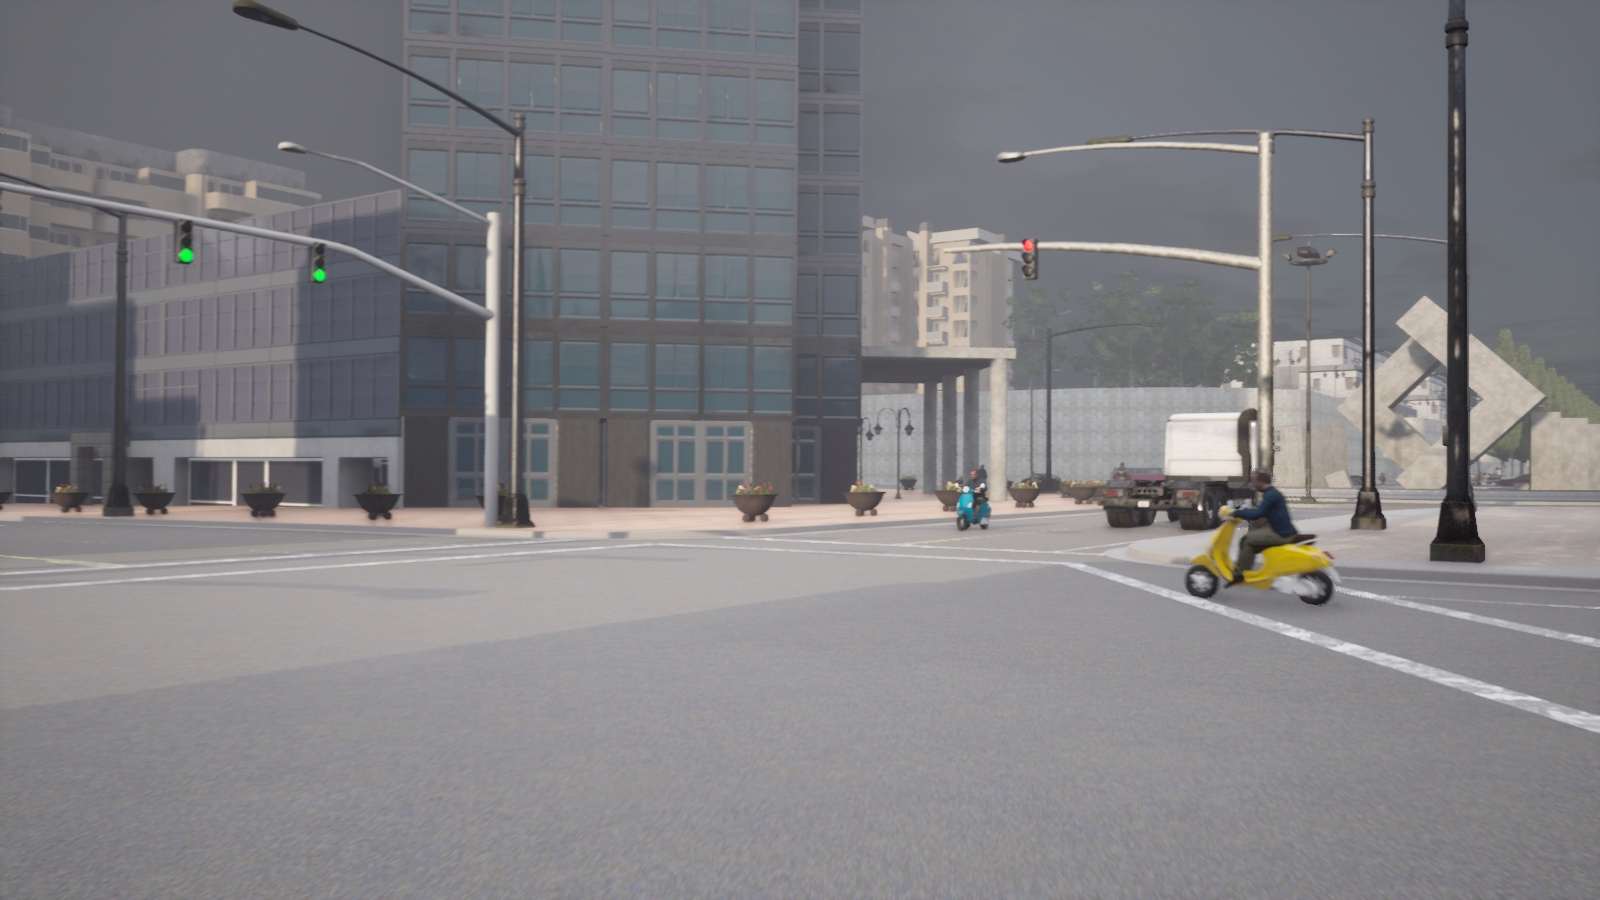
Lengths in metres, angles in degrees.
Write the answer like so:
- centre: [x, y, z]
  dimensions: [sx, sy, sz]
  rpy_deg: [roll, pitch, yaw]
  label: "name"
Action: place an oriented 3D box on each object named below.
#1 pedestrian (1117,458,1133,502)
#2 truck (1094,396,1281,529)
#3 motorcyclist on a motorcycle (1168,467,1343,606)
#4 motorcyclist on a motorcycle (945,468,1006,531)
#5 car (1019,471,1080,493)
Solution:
- centre: [13.966, 1.276, 53.967]
  dimensions: [0.563, 1.883, 0.849]
  rpy_deg: [0, -1, 21]
  label: "pedestrian"
- centre: [11.548, 0.383, 36.846]
  dimensions: [2.891, 3.462, 7.936]
  rpy_deg: [-1, -1, 35]
  label: "truck"
- centre: [5.504, 1.000, 15.205]
  dimensions: [1.817, 1.590, 0.866]
  rpy_deg: [-1, -1, 34]
  label: "motorcyclist on a motorcycle"
- centre: [4.624, 1.271, 32.983]
  dimensions: [0.866, 1.590, 1.817]
  rpy_deg: [-1, -1, 35]
  label: "motorcyclist on a motorcycle"
- centre: [16.741, 2.140, 84.341]
  dimensions: [1.994, 1.385, 4.181]
  rpy_deg: [0, -1, -23]
  label: "car"
